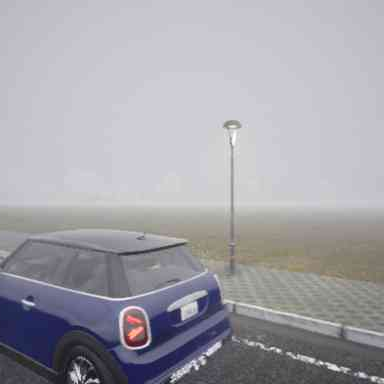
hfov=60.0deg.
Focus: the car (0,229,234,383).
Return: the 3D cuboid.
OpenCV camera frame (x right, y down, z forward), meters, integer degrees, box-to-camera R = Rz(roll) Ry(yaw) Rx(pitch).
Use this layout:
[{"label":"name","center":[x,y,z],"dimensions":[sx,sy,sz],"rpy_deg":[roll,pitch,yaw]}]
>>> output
[{"label":"car","center":[-1.749,1.353,4.974],"dimensions":[4.553,1.767,2.097],"rpy_deg":[0,0,36]}]
